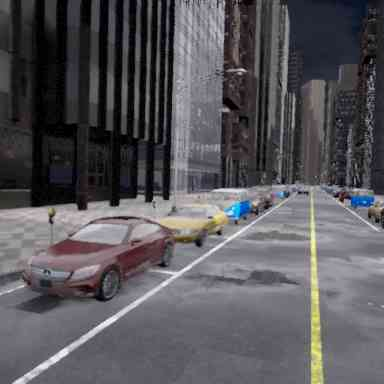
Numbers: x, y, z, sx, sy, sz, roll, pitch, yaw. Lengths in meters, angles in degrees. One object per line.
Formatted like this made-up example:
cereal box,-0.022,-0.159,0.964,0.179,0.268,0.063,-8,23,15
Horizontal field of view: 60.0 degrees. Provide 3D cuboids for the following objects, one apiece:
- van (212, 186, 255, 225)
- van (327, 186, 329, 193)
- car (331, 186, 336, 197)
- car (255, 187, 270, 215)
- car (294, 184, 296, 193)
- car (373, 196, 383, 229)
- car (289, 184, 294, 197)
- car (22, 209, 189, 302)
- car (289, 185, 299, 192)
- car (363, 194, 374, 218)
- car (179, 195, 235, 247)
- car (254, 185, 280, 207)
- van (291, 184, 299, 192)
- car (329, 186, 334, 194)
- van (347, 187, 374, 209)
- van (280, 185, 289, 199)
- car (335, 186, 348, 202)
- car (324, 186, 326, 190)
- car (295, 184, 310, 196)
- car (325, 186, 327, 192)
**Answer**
van,2.093,0.717,18.054,1.690,1.788,3.998,2,2,20
van,29.160,-0.331,67.920,1.690,1.788,3.998,2,2,20
car,23.440,0.286,52.105,1.887,1.381,4.507,2,2,20
car,3.995,0.676,23.332,1.967,1.590,4.097,2,2,20
car,17.326,-0.183,60.256,2.008,1.369,4.403,2,2,20
car,10.113,1.028,15.179,2.192,1.841,5.009,2,2,20
car,13.524,-0.142,49.699,2.192,1.841,5.009,2,2,20
car,-1.724,1.236,7.515,1.802,1.307,4.206,2,2,20
car,24.950,-0.845,81.350,1.967,1.590,4.097,2,2,20
car,12.069,1.094,20.621,1.752,1.417,4.829,2,2,20
car,0.125,1.044,12.627,1.752,1.417,4.829,2,2,20
car,5.904,0.412,28.602,2.192,1.841,5.009,2,2,20
van,26.857,-1.081,86.621,1.690,1.788,3.998,2,2,20
car,25.348,0.044,57.375,1.967,1.590,4.097,2,2,20
van,15.827,0.636,31.002,1.690,1.788,3.998,2,2,20
van,11.618,0.022,44.426,1.690,1.788,3.998,2,2,20
car,19.637,0.333,41.549,2.192,1.841,5.009,2,2,20
car,32.963,-0.382,78.476,1.947,1.339,4.313,2,2,20
car,19.849,-0.141,59.108,1.882,1.535,5.008,2,2,20
car,31.059,-0.265,73.201,1.887,1.381,4.507,2,2,20
